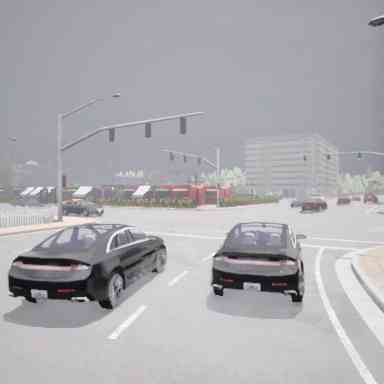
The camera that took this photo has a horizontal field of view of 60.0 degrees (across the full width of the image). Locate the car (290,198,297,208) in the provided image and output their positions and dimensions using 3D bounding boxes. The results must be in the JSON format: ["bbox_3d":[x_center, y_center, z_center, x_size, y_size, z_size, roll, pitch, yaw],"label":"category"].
[{"bbox_3d":[15.436,1.547,47.260,2.033,1.411,5.357,0,0,31],"label":"car"}]

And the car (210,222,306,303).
[{"bbox_3d":[1.774,1.492,8.331,2.128,1.511,4.902,0,0,16],"label":"car"}]

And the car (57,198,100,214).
[{"bbox_3d":[-12.780,1.533,37.416,5.008,1.535,1.882,0,0,32],"label":"car"}]

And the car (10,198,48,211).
[{"bbox_3d":[-20.802,1.546,42.391,4.902,1.511,2.128,0,0,32],"label":"car"}]

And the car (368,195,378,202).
[{"bbox_3d":[42.086,1.524,77.344,1.812,1.442,4.674,0,0,31],"label":"car"}]

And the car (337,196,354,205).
[{"bbox_3d":[27.471,1.477,59.924,1.882,1.535,5.008,0,0,31],"label":"car"}]

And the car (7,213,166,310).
[{"bbox_3d":[-2.042,1.492,7.947,2.128,1.511,4.902,0,0,12],"label":"car"}]

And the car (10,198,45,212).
[{"bbox_3d":[-18.151,1.619,36.623,4.181,1.385,1.994,0,0,31],"label":"car"}]

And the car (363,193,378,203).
[{"bbox_3d":[36.576,1.225,68.305,2.150,2.045,5.566,0,0,31],"label":"car"}]

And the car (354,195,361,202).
[{"bbox_3d":[39.078,1.524,79.135,1.812,1.442,4.674,0,0,31],"label":"car"}]

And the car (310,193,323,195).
[{"bbox_3d":[21.048,1.221,56.430,2.150,2.045,5.566,0,0,31],"label":"car"}]

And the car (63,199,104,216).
[{"bbox_3d":[-10.574,1.547,31.932,4.902,1.511,2.128,0,0,32],"label":"car"}]

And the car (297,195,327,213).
[{"bbox_3d":[13.933,1.480,37.854,1.882,1.535,5.008,1,1,35],"label":"car"}]
